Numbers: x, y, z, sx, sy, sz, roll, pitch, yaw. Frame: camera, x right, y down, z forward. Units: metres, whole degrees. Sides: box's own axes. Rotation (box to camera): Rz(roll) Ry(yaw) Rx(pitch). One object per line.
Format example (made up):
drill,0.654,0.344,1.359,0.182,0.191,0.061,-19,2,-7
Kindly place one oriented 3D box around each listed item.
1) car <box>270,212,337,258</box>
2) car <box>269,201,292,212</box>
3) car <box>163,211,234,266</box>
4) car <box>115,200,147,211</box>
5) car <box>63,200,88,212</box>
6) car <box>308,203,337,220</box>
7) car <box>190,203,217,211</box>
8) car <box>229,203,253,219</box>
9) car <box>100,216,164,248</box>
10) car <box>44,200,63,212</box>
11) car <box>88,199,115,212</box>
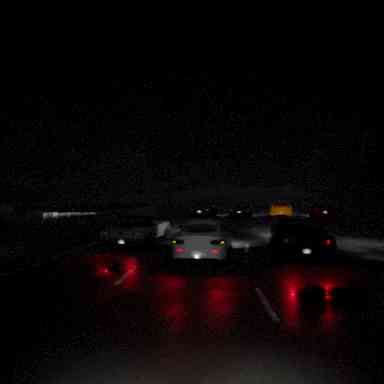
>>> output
car,4.170,1.697,13.201,1.895,1.301,4.718,-1,-1,10
car,8.245,1.555,30.955,1.882,1.535,5.008,-1,0,14
car,0.452,1.633,11.927,1.812,1.442,4.674,-1,0,8
car,-7.385,1.796,41.587,1.895,1.301,4.718,-1,0,14
car,-14.185,1.862,43.242,1.895,1.301,4.718,-1,0,14
car,11.454,1.613,29.333,1.994,1.385,4.181,-1,0,14
car,1.117,1.714,31.258,1.994,1.385,4.181,-1,0,14
car,4.516,1.681,30.421,1.994,1.385,4.181,-1,0,14
car,-2.458,1.767,15.795,1.895,1.301,4.718,-1,0,11
car,-17.567,1.818,44.139,1.812,1.442,4.674,-1,0,14
car,-10.771,1.705,42.469,1.882,1.535,5.008,-1,0,14
